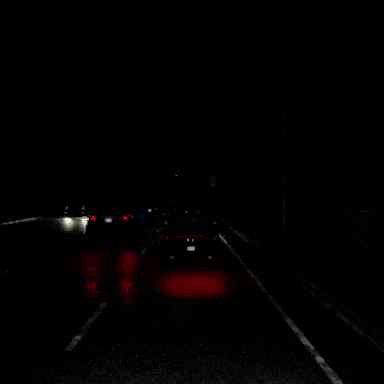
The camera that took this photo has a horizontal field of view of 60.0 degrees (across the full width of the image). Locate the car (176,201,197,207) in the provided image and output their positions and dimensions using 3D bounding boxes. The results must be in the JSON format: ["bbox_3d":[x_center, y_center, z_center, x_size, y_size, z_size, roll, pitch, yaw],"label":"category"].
[{"bbox_3d":[-0.573,1.679,33.427,2.128,1.511,4.902,0,0,-2],"label":"car"}]

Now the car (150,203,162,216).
[{"bbox_3d":[-4.086,1.755,33.809,1.994,1.385,4.181,0,0,-2],"label":"car"}]

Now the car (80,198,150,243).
[{"bbox_3d":[-3.637,1.318,16.949,2.150,2.045,5.566,0,0,-1],"label":"car"}]

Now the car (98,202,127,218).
[{"bbox_3d":[-7.755,1.752,33.021,1.994,1.385,4.181,0,0,-2],"label":"car"}]

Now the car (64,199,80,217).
[{"bbox_3d":[-11.280,1.546,33.828,2.097,1.767,4.553,0,0,-2],"label":"car"}]

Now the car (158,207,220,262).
[{"bbox_3d":[-0.060,1.548,12.485,1.882,1.535,5.008,0,0,-1],"label":"car"}]
